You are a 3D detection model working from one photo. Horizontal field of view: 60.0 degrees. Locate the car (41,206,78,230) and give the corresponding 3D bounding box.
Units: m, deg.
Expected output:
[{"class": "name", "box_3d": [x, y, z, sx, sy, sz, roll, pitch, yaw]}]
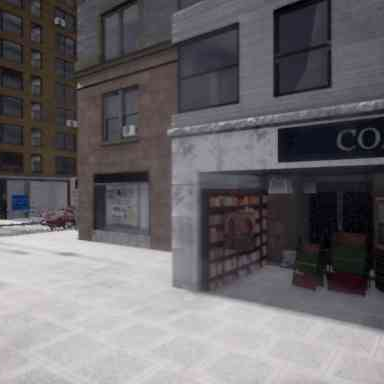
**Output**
[{"class": "car", "box_3d": [-7.337, 1.614, 21.474, 1.812, 1.442, 4.674, 0, 0, 35]}]
